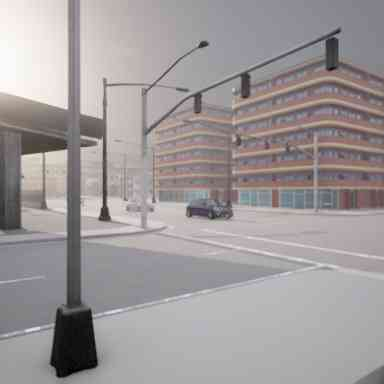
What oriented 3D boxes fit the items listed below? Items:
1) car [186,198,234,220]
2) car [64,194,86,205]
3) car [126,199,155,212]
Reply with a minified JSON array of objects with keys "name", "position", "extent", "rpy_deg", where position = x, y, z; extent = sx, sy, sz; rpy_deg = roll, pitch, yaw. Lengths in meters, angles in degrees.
[{"name":"car","position":[1.445,1.348,28.477],"extent":[2.097,1.767,4.553],"rpy_deg":[0,0,-37]},{"name":"car","position":[-19.982,1.489,57.430],"extent":[2.128,1.511,4.902],"rpy_deg":[0,0,-36]},{"name":"car","position":[-6.089,1.523,38.595],"extent":[1.812,1.442,4.674],"rpy_deg":[0,1,-37]}]
